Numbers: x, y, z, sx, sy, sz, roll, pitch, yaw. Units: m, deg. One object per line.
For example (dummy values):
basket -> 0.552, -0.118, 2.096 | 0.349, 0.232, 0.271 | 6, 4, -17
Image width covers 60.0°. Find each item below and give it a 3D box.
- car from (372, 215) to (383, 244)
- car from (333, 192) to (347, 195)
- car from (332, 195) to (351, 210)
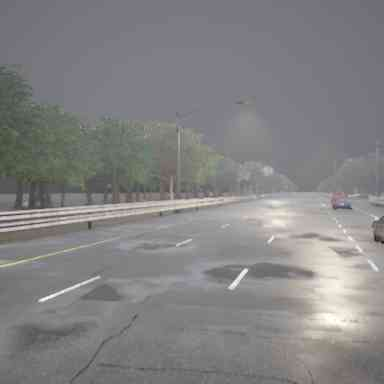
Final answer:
car -> 8.327, 1.447, 12.858 | 1.882, 1.535, 5.008 | 0, 0, 20
car -> 27.677, 1.039, 62.403 | 2.150, 2.045, 5.566 | 0, 0, 31
car -> 18.409, 1.434, 41.055 | 1.994, 1.385, 4.181 | 0, 0, 20
